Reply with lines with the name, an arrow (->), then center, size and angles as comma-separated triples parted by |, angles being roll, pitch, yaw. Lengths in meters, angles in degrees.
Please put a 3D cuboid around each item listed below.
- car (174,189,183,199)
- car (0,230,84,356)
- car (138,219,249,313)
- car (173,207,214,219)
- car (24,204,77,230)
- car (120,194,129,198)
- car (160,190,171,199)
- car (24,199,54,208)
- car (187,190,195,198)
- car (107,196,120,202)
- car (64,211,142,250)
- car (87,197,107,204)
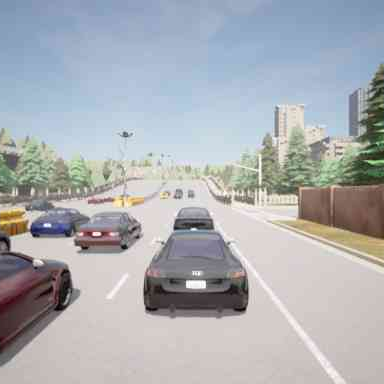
car -> -3.697, 0.877, 86.888 | 2.097, 1.767, 4.553 | 0, 3, 0
car -> -3.410, 1.562, 5.130 | 1.994, 1.385, 4.181 | 0, 0, 0
car -> 0.088, 1.562, 7.739 | 1.994, 1.385, 4.181 | 0, 0, 1
car -> 0.084, 1.473, 16.730 | 1.882, 1.535, 5.008 | 0, 0, 0
car -> -6.919, 1.558, 17.931 | 1.994, 1.385, 4.181 | 0, 0, 0
car -> -17.693, 1.153, 86.171 | 1.895, 1.301, 4.718 | 0, 3, 0
car -> -7.198, 0.998, 86.902 | 1.882, 1.535, 5.008 | 0, 3, 0
car -> -17.639, 1.552, 38.525 | 1.994, 1.385, 4.181 | 0, 0, 0
car -> -0.218, 0.811, 90.060 | 1.837, 1.490, 4.892 | 0, 4, 0
car -> -17.600, 1.568, 72.096 | 1.895, 1.301, 4.718 | 0, 0, 0
car -> -3.409, 1.543, 14.371 | 2.033, 1.411, 5.357 | 0, 0, 0
car -> -17.624, 1.582, 60.646 | 1.895, 1.301, 4.718 | 0, 0, 0
